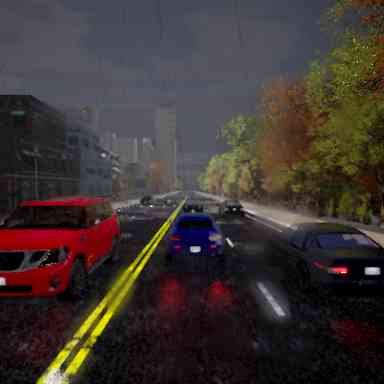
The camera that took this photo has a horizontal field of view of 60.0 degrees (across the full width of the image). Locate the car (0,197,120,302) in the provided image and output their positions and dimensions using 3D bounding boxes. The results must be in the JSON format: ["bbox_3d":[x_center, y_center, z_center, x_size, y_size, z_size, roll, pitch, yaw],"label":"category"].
[{"bbox_3d":[-3.354,1.174,8.500,2.150,2.045,5.566,0,0,0],"label":"car"}]

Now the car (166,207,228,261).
[{"bbox_3d":[0.104,1.460,11.809,1.812,1.442,4.674,0,0,0],"label":"car"}]

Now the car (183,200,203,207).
[{"bbox_3d":[0.091,1.421,32.589,1.895,1.301,4.718,0,0,0],"label":"car"}]

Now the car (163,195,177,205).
[{"bbox_3d":[-3.333,1.210,51.010,2.128,1.511,4.902,0,0,0],"label":"car"}]

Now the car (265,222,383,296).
[{"bbox_3d":[3.349,1.500,8.691,2.033,1.411,5.357,0,0,0],"label":"car"}]

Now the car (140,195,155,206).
[{"bbox_3d":[-6.587,1.230,49.641,1.837,1.490,4.892,0,0,0],"label":"car"}]

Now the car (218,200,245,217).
[{"bbox_3d":[3.342,1.389,28.791,2.033,1.411,5.357,0,0,0],"label":"car"}]
